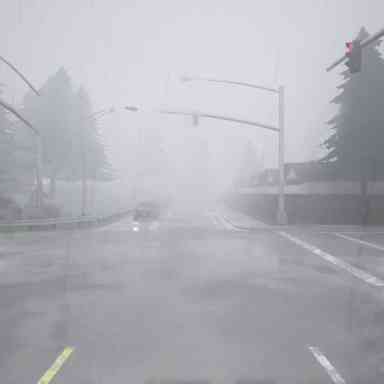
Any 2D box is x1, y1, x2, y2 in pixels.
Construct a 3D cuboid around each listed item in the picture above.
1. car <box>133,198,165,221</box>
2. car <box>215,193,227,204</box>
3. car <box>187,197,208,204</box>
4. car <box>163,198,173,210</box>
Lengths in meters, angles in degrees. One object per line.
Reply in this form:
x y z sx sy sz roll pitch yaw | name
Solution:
-3.610 1.506 27.490 1.837 1.490 4.892 0 0 0 | car
6.889 1.206 60.906 5.566 2.045 2.150 0 0 -22 | car
1.025 1.550 61.482 4.181 1.385 1.994 0 0 -39 | car
-3.559 1.505 43.609 1.837 1.490 4.892 0 0 1 | car
